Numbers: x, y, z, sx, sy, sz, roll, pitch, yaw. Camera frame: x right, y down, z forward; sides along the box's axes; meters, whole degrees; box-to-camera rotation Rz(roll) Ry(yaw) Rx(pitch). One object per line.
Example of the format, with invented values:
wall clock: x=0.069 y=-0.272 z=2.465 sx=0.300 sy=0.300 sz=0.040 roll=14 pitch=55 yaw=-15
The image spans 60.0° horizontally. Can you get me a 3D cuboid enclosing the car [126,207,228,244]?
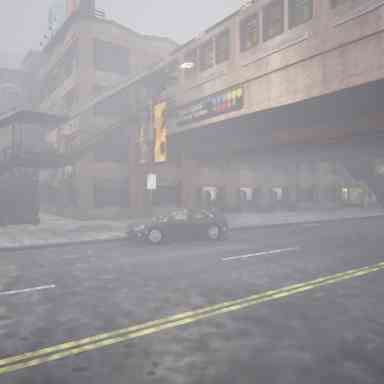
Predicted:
car: x=-0.633 y=1.480 z=15.707 sx=4.892 sy=1.521 sz=2.231 roll=0 pitch=0 yaw=-26
